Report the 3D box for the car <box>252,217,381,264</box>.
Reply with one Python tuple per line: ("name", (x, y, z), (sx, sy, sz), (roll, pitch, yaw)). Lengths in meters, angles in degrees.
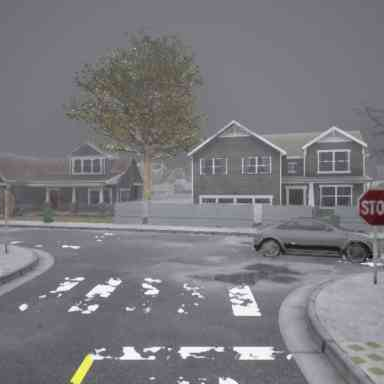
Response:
("car", (4.261, 1.591, 11.762), (4.181, 1.385, 1.994), (0, 0, 16))
